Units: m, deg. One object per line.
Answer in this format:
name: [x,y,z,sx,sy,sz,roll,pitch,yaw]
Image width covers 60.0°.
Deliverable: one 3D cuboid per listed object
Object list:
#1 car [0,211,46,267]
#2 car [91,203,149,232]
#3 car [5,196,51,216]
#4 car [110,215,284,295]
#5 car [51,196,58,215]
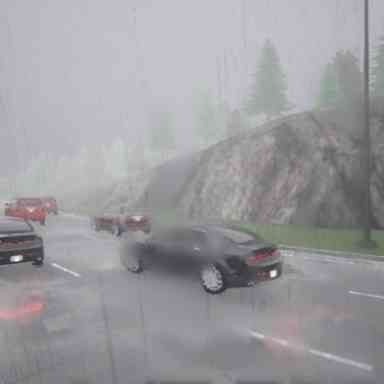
car: [-6.376,1.579,10.927,1.837,1.490,4.892,0,0,-41]
car: [-4.202,1.497,19.446,2.097,1.767,4.553,1,-1,-37]
car: [-12.614,1.392,25.035,2.150,2.045,5.566,0,-1,-35]
car: [0.030,1.577,9.030,4.892,1.490,1.837,0,0,42]
car: [-16.318,1.473,36.334,2.150,2.045,5.566,0,-1,-35]
